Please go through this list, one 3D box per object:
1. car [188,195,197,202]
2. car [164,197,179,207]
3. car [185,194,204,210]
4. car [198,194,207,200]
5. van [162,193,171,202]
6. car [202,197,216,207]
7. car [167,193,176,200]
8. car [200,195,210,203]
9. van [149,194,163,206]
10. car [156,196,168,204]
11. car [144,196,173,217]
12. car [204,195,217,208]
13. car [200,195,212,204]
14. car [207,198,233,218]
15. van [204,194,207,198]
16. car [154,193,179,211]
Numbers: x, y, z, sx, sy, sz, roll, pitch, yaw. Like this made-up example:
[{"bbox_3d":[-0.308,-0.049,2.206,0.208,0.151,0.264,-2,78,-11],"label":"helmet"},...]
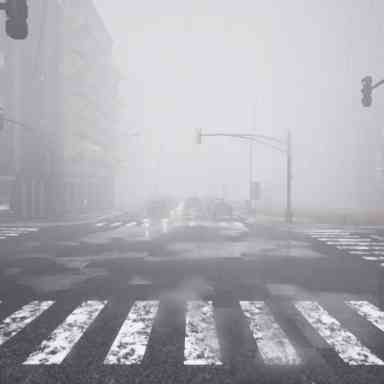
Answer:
[{"bbox_3d":[0.036,1.411,71.114,1.837,1.490,4.892,0,0,0],"label":"car"},{"bbox_3d":[-3.066,1.513,50.517,1.994,1.385,4.181,0,0,0],"label":"car"},{"bbox_3d":[0.110,1.311,43.443,2.097,1.767,4.553,0,0,0],"label":"car"},{"bbox_3d":[2.703,1.313,86.467,1.967,1.590,4.097,-1,0,0],"label":"car"},{"bbox_3d":[-5.685,1.242,75.146,1.690,1.788,3.998,-1,0,0],"label":"van"},{"bbox_3d":[2.659,1.490,52.592,1.887,1.381,4.507,-1,0,0],"label":"car"},{"bbox_3d":[-5.681,1.173,92.085,2.192,1.841,5.009,-1,0,0],"label":"car"},{"bbox_3d":[2.668,1.353,69.529,1.967,1.590,4.097,-1,0,0],"label":"car"},{"bbox_3d":[-5.691,1.286,52.561,1.690,1.788,3.998,-1,0,0],"label":"van"},{"bbox_3d":[-5.685,1.470,63.852,1.887,1.381,4.507,-1,0,0],"label":"car"},{"bbox_3d":[-3.087,1.453,31.238,1.882,1.535,5.008,0,0,0],"label":"car"},{"bbox_3d":[2.654,1.410,35.654,1.967,1.590,4.097,-1,0,0],"label":"car"},{"bbox_3d":[2.661,1.365,63.883,1.967,1.590,4.097,-1,0,0],"label":"car"},{"bbox_3d":[2.654,1.522,30.009,1.887,1.381,4.507,-1,0,0],"label":"car"},{"bbox_3d":[2.655,1.295,46.946,1.690,1.788,3.998,-1,0,0],"label":"van"},{"bbox_3d":[-3.080,1.315,40.552,2.097,1.767,4.553,0,0,0],"label":"car"}]
